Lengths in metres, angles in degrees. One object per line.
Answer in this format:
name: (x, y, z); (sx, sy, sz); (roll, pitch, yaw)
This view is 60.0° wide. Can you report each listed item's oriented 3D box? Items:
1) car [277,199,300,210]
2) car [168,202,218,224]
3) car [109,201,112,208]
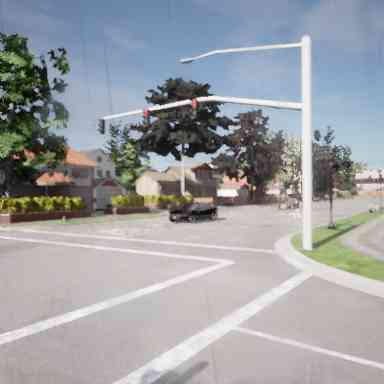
car: (12.984, 1.622, 44.417); (1.812, 1.442, 4.674); (0, 0, 35)
car: (0.162, 1.572, 26.170); (1.882, 1.535, 5.008); (0, 0, 35)
car: (-8.814, 1.367, 42.618); (3.806, 1.475, 1.970); (0, 0, 36)
